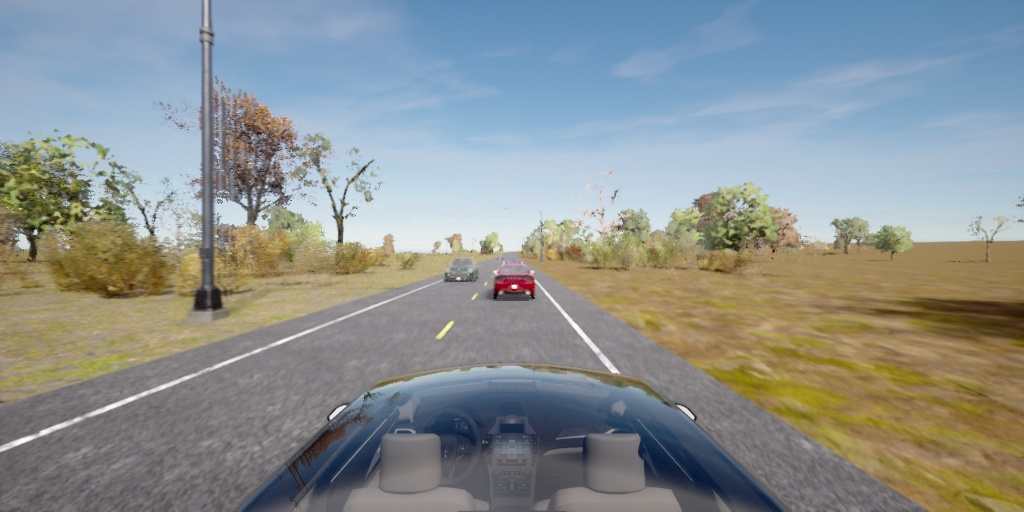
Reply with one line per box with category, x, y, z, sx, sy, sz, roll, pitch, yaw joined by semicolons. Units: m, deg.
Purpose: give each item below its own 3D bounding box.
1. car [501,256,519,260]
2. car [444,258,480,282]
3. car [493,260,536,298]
car;0.101;0.991;35.768;1.882;1.535;5.008;0;0;0
car;-3.587;0.933;26.285;2.097;1.767;4.553;0;1;0
car;0.100;1.120;17.583;1.882;1.535;5.008;0;0;0
